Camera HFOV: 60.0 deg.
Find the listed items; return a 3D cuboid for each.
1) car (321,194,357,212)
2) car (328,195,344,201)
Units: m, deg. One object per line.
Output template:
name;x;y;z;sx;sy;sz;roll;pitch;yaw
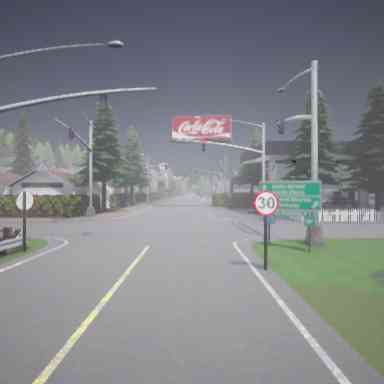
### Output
car;14.349;1.456;33.887;3.866;1.878;1.905;0;0;0
car;34.850;1.453;80.761;2.007;1.523;4.514;0;0;0
